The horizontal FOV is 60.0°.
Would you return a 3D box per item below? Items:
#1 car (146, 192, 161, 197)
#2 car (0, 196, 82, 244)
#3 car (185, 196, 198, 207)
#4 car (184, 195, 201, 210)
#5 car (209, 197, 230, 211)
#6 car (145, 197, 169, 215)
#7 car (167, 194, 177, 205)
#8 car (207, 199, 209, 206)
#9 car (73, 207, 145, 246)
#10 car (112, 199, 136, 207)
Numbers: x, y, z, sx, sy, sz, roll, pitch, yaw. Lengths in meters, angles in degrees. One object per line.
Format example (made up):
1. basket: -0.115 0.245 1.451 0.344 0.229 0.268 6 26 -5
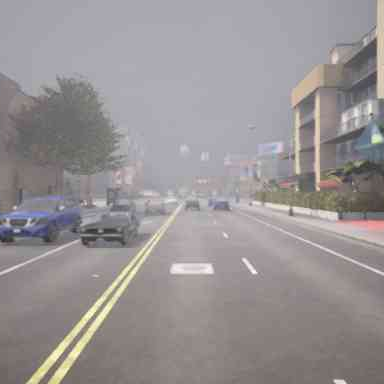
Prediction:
1. car: -7.053 1.346 59.119 2.097 1.767 4.553 0 0 0
2. car: -7.112 1.220 16.263 2.150 2.045 5.566 0 0 0
3. car: -0.039 1.473 52.479 1.882 1.535 5.008 0 0 0
4. car: 0.060 1.502 42.166 1.837 1.490 4.892 0 0 0
5. car: 3.559 1.474 41.293 1.882 1.535 5.008 0 0 0
6. car: -3.620 1.523 33.583 1.812 1.442 4.674 0 0 0
7. car: -3.566 1.521 57.908 1.812 1.442 4.674 0 0 0
8. car: 3.461 1.500 52.641 1.837 1.490 4.892 0 0 0
9. car: -3.610 1.600 15.370 1.895 1.301 4.718 0 0 0
10. car: -7.119 1.475 35.145 1.882 1.535 5.008 0 0 0
